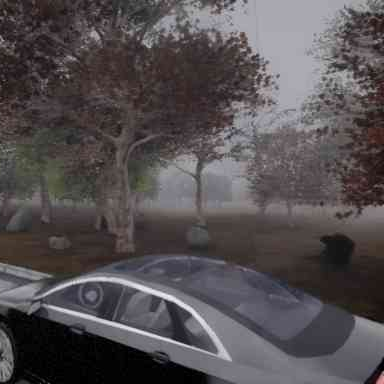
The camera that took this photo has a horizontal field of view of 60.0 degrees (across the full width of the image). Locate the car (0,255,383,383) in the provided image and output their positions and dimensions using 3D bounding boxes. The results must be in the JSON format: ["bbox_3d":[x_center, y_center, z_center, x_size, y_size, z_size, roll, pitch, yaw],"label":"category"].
[{"bbox_3d":[-0.502,1.494,3.736,4.902,1.511,2.128,0,0,35],"label":"car"}]
